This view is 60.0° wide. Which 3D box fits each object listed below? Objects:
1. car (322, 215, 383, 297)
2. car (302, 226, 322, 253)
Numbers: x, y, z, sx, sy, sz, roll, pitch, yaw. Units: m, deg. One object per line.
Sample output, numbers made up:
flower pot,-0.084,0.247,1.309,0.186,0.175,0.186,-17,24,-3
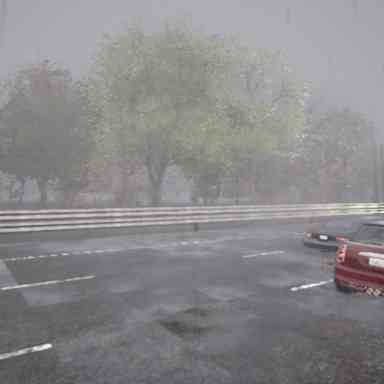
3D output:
car,5.331,1.393,7.564,4.553,1.767,2.097,1,0,-33
car,6.497,1.593,12.521,5.357,1.411,2.033,1,0,-33
